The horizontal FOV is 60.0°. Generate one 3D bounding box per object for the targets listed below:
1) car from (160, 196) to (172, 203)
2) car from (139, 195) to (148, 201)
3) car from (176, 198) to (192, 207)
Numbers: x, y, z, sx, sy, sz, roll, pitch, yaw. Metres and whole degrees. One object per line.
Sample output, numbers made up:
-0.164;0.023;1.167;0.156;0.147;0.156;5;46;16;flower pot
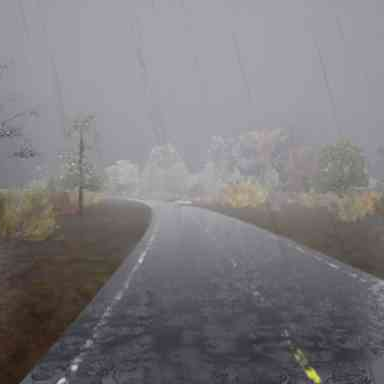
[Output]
-5.565;1.573;70.508;1.895;1.301;4.718;0;0;-14;car
-12.098;1.505;82.975;1.994;1.385;4.181;0;0;-16;car
-1.347;1.598;50.896;1.895;1.301;4.718;0;0;-10;car
